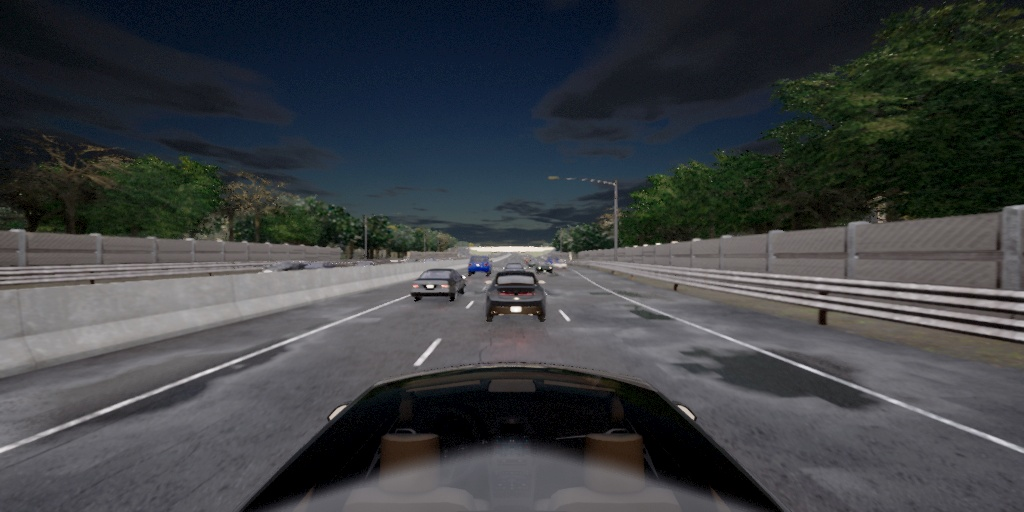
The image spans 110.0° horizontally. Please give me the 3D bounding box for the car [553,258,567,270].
[{"bbox_3d":[7.221,1.399,55.062,1.895,1.301,4.718,0,0,2],"label":"car"}]

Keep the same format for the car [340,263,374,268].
[{"bbox_3d":[-13.972,1.326,33.843,1.994,1.385,4.181,0,0,0],"label":"car"}]

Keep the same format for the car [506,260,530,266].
[{"bbox_3d":[0.201,1.309,30.944,2.033,1.411,5.357,0,0,0],"label":"car"}]

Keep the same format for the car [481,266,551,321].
[{"bbox_3d":[0.118,1.258,12.549,1.837,1.490,4.892,0,0,0],"label":"car"}]

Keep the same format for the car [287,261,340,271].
[{"bbox_3d":[-17.487,1.308,32.579,2.033,1.411,5.357,0,0,0],"label":"car"}]

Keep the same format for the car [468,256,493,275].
[{"bbox_3d":[-3.257,0.988,37.189,2.150,2.045,5.566,0,0,0],"label":"car"}]

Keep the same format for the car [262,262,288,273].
[{"bbox_3d":[-20.977,1.253,33.343,2.128,1.511,4.902,0,0,0],"label":"car"}]

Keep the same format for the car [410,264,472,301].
[{"bbox_3d":[-3.374,1.302,17.256,2.033,1.411,5.357,0,0,0],"label":"car"}]

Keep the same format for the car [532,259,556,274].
[{"bbox_3d":[3.683,1.372,42.259,1.895,1.301,4.718,0,0,1],"label":"car"}]
